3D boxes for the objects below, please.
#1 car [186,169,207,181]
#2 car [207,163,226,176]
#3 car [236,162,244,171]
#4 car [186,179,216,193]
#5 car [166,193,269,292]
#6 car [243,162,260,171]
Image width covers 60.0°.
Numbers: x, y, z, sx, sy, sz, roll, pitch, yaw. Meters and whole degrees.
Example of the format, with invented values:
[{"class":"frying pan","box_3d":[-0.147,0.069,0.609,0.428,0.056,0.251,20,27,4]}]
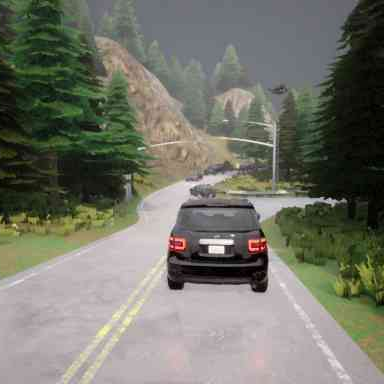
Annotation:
[{"class":"car","box_3d":[0.437,-2.528,55.237,1.994,1.385,4.181,2,10,19]},{"class":"car","box_3d":[4.460,-4.334,63.770,2.150,2.045,5.566,3,10,36]},{"class":"car","box_3d":[11.498,-5.591,70.919,4.553,1.767,2.097,-9,9,-36]},{"class":"car","box_3d":[1.235,-0.180,40.209,1.837,1.490,4.892,-8,10,-21]},{"class":"car","box_3d":[0.707,1.173,8.984,2.150,2.045,5.566,0,0,5]},{"class":"car","box_3d":[13.794,-5.262,68.645,5.357,1.411,2.033,-9,9,-33]}]
